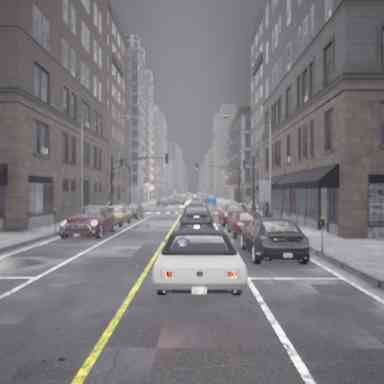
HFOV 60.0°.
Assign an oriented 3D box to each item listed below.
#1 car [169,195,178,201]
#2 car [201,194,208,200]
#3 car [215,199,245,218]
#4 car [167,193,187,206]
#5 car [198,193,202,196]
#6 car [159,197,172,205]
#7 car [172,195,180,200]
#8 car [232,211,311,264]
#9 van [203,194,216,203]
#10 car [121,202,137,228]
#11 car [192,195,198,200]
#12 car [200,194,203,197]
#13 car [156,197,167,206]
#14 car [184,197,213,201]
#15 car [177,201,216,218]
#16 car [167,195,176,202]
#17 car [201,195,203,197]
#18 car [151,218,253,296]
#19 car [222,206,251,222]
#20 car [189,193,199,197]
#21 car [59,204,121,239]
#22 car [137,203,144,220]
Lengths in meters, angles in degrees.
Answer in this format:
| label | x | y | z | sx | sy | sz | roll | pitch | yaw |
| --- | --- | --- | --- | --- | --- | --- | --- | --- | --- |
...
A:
| label | x | y | z | sx | sy | sz | roll | pitch | yaw |
| --- | --- | --- | --- | --- | --- | --- | --- | --- | --- |
| car | -4.652 | 1.572 | 83.666 | 1.947 | 1.339 | 4.313 | 0 | 0 | 1 |
| car | 3.474 | 1.440 | 94.962 | 1.967 | 1.590 | 4.097 | 0 | 0 | 1 |
| car | 2.826 | 1.445 | 22.596 | 1.967 | 1.590 | 4.097 | 0 | 0 | 1 |
| car | -2.390 | 1.362 | 54.600 | 2.097 | 1.767 | 4.553 | 0 | 0 | 1 |
| car | 3.372 | 1.321 | 83.600 | 2.192 | 1.841 | 5.009 | 0 | 0 | 1 |
| car | -4.856 | 1.555 | 60.939 | 1.887 | 1.381 | 4.507 | 0 | 0 | 1 |
| car | -4.551 | 1.566 | 95.029 | 1.947 | 1.339 | 4.313 | 0 | 0 | 1 |
| car | 2.727 | 1.553 | 11.558 | 2.008 | 1.369 | 4.403 | 0 | 0 | 1 |
| van | 3.117 | 1.351 | 55.195 | 1.690 | 1.788 | 3.998 | 0 | 0 | 1 |
| car | -5.201 | 1.530 | 22.489 | 1.752 | 1.417 | 4.829 | 0 | 0 | 1 |
| car | 0.840 | 1.537 | 95.378 | 1.895 | 1.301 | 4.718 | 0 | 0 | 1 |
| car | 3.321 | 1.591 | 77.919 | 1.802 | 1.307 | 4.206 | 0 | 0 | 1 |
| car | -4.907 | 1.560 | 55.258 | 2.008 | 1.369 | 4.403 | 0 | 0 | 1 |
| car | 0.670 | 1.511 | 32.427 | 1.837 | 1.490 | 4.892 | 0 | 0 | 7 |
| car | 0.264 | 1.510 | 19.398 | 1.837 | 1.490 | 4.892 | 0 | 0 | 0 |
| car | -4.705 | 1.534 | 77.815 | 1.752 | 1.417 | 4.829 | 0 | 0 | 1 |
| car | 3.219 | 1.593 | 66.556 | 1.802 | 1.307 | 4.206 | 0 | 0 | 1 |
| car | 0.166 | 1.603 | 8.605 | 1.895 | 1.301 | 4.718 | 0 | 0 | 1 |
| car | 2.776 | 1.586 | 17.077 | 1.802 | 1.307 | 4.206 | 0 | 0 | 1 |
| car | 0.746 | 1.536 | 84.930 | 2.033 | 1.411 | 5.357 | 0 | 0 | 1 |
| car | -5.249 | 1.444 | 17.142 | 1.967 | 1.590 | 4.097 | 0 | 0 | 1 |
| car | -5.150 | 1.556 | 28.177 | 2.008 | 1.369 | 4.403 | 0 | 0 | 1 |
